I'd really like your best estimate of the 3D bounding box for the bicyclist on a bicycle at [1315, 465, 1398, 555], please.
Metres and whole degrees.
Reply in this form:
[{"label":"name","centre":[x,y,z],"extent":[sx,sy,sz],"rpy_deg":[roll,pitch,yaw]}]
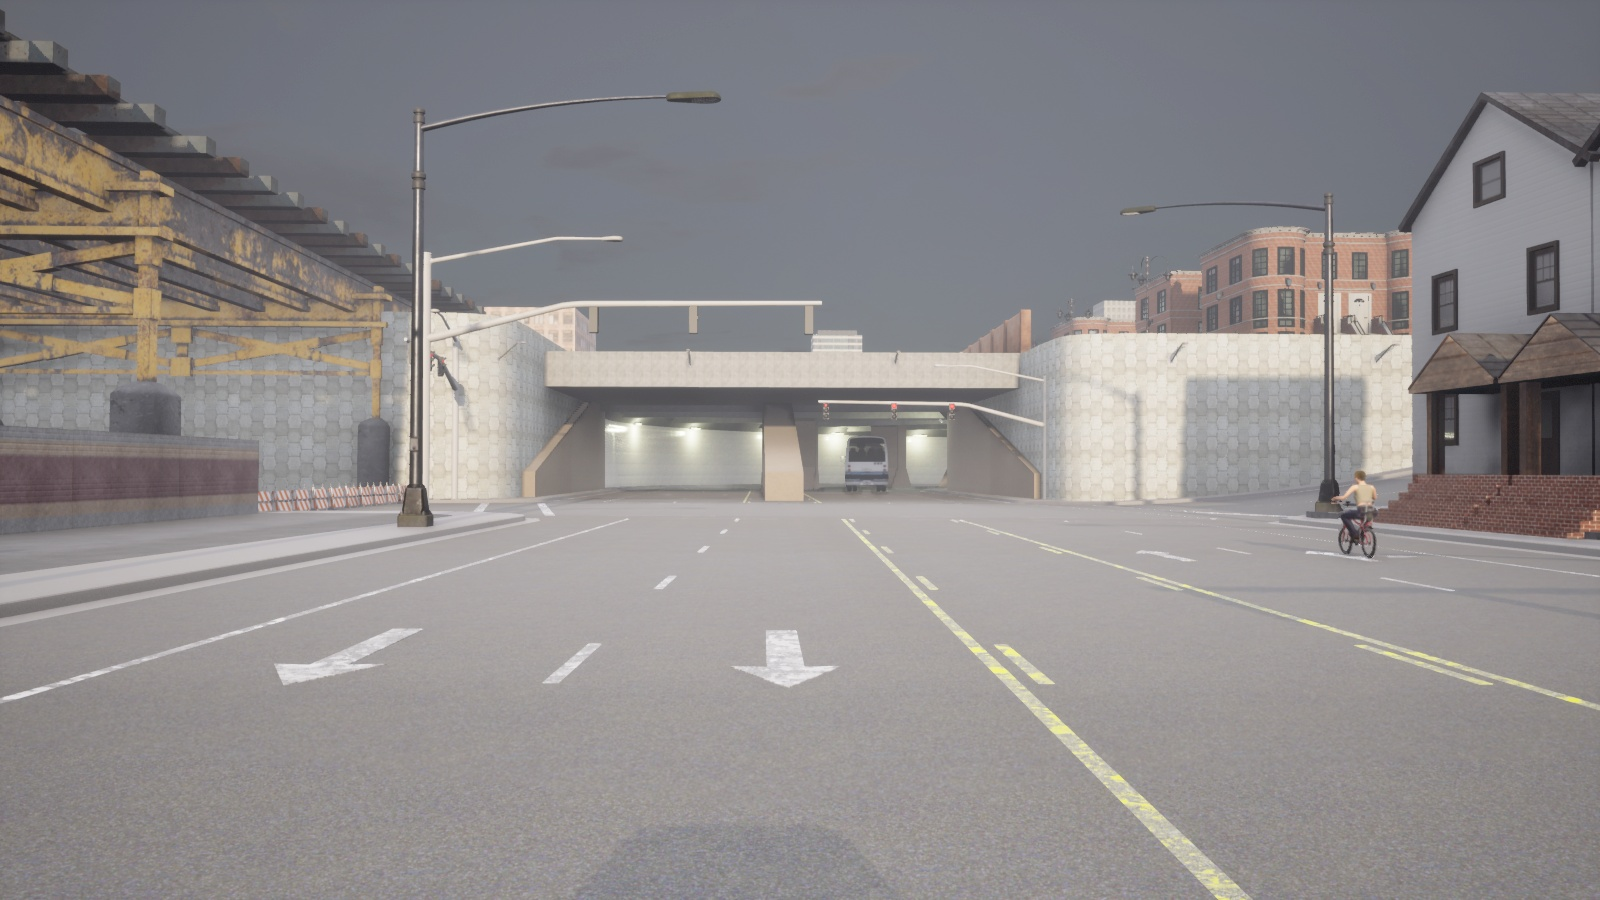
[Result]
[{"label":"bicyclist on a bicycle","centre":[10.370,1.098,23.448],"extent":[0.866,1.612,1.509],"rpy_deg":[1,-1,0]}]
